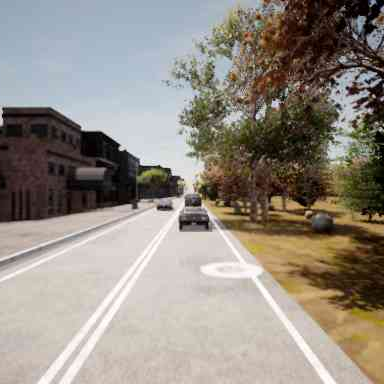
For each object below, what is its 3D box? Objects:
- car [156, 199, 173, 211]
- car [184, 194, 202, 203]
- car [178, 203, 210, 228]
[{"bbox_3d":[-3.306,1.541,41.364,2.033,1.411,5.357,0,0,0],"label":"car"},{"bbox_3d":[0.133,1.214,42.729,2.150,2.045,5.566,0,0,0],"label":"car"},{"bbox_3d":[0.115,1.603,21.940,1.895,1.301,4.718,0,0,0],"label":"car"}]
